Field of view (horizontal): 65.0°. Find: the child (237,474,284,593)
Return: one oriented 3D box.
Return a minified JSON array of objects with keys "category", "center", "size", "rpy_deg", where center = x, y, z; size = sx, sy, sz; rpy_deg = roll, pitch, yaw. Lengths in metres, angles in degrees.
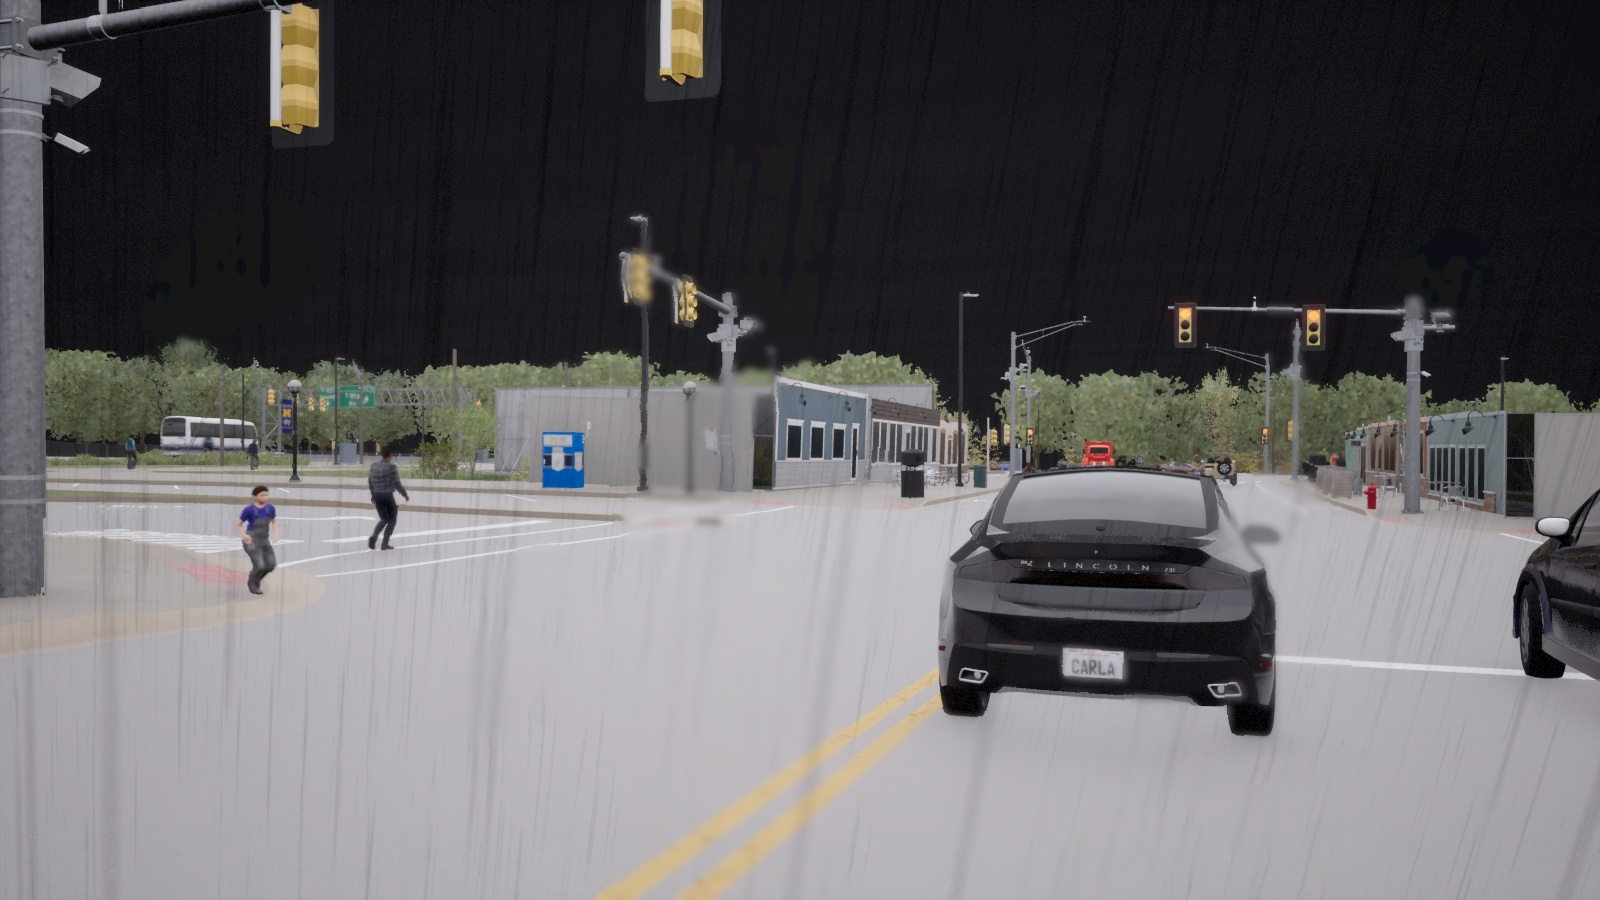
[{"category":"child","center":[-5.886,0.897,13.692],"size":[0.437,1.263,0.270],"rpy_deg":[1,1,32]}]

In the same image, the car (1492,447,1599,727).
[{"category":"car","center":[5.806,0.822,7.885],"size":[1.851,1.617,3.988],"rpy_deg":[1,-1,18]}]

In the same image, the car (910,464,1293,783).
[{"category":"car","center":[2.155,0.886,8.577],"size":[1.837,1.490,4.892],"rpy_deg":[1,-1,17]}]

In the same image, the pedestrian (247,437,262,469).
[{"category":"pedestrian","center":[-31.412,0.181,72.307],"size":[0.402,1.842,0.726],"rpy_deg":[1,1,18]}]

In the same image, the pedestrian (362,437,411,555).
[{"category":"pedestrian","center":[-6.978,0.752,21.197],"size":[0.423,1.949,0.788],"rpy_deg":[1,1,13]}]

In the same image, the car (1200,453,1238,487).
[{"category":"car","center":[23.680,1.097,71.104],"size":[1.932,1.855,4.605],"rpy_deg":[1,0,17]}]

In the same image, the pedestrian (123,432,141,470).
[{"category":"pedestrian","center":[-34.156,0.031,64.210],"size":[0.396,1.930,0.692],"rpy_deg":[1,1,17]}]
